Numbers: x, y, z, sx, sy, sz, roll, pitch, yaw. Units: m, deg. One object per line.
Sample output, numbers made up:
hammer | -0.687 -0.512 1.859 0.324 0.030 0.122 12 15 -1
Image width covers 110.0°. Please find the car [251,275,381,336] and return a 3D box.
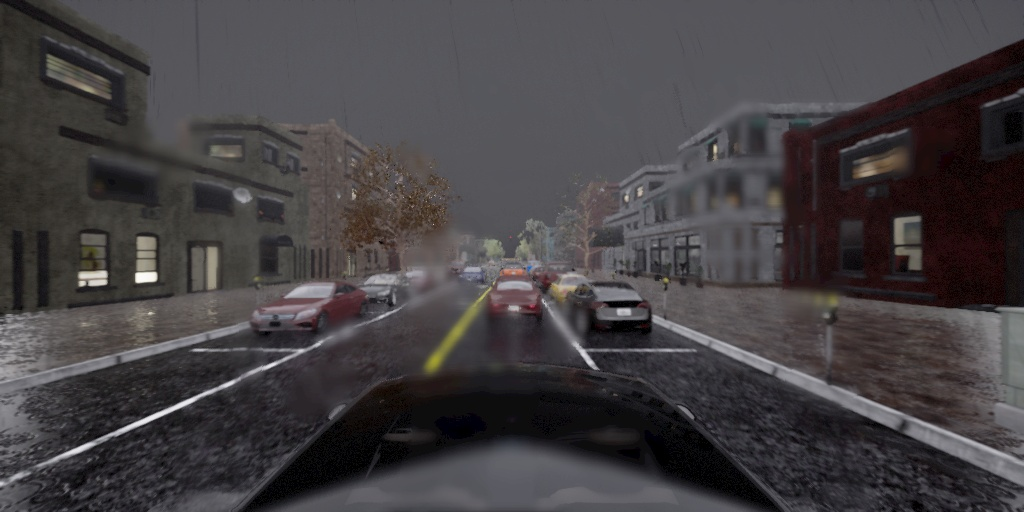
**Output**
car | -5.681 1.417 10.692 1.802 1.307 4.207 0 0 0

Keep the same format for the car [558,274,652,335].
car | 2.700 1.401 10.689 1.948 1.339 4.313 0 0 0

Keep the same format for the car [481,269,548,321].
car | 0.092 1.380 12.782 1.812 1.442 4.674 0 0 0

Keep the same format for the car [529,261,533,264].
car | 2.717 1.623 38.599 1.751 1.417 4.829 0 0 0

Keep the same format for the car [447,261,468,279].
car | -5.664 1.412 38.432 2.192 1.841 5.009 0 0 0

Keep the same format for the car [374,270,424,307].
car | -5.678 1.438 16.240 2.007 1.370 4.403 0 0 0

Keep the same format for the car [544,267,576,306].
car | 2.704 1.413 16.406 1.751 1.417 4.829 0 0 0

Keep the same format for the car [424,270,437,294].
car | -5.674 1.522 21.788 1.802 1.307 4.207 0 0 0

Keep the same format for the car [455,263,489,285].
car | -3.084 1.533 28.839 1.812 1.442 4.674 0 -1 0

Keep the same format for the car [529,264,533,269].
car | 2.713 1.627 32.881 1.802 1.307 4.207 0 0 0

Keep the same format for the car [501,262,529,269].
car | 0.111 1.376 30.575 2.097 1.767 4.553 0 -1 0

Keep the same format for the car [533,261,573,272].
car | 2.706 1.255 21.785 2.192 1.841 5.009 0 0 0
